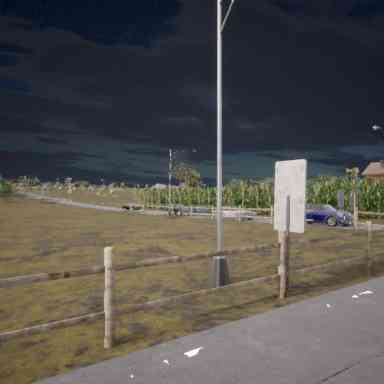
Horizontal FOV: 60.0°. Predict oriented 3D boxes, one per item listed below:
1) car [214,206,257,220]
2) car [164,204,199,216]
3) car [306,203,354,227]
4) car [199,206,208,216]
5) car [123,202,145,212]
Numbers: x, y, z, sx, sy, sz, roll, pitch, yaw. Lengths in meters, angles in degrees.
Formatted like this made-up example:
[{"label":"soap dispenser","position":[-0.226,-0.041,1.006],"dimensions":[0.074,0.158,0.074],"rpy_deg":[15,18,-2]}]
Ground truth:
[{"label":"car","position":[4.260,2.121,33.359],"dimensions":[1.895,1.301,4.718],"rpy_deg":[3,-3,-35]},{"label":"car","position":[-1.678,2.233,41.715],"dimensions":[1.837,1.490,4.892],"rpy_deg":[3,-3,-35]},{"label":"car","position":[9.947,1.667,25.497],"dimensions":[2.097,1.767,4.553],"rpy_deg":[3,-3,-37]},{"label":"car","position":[0.248,2.417,44.070],"dimensions":[1.994,1.385,4.181],"rpy_deg":[3,-3,-35]},{"label":"car","position":[-9.180,2.383,52.351],"dimensions":[1.882,1.535,5.008],"rpy_deg":[3,-2,-35]}]
